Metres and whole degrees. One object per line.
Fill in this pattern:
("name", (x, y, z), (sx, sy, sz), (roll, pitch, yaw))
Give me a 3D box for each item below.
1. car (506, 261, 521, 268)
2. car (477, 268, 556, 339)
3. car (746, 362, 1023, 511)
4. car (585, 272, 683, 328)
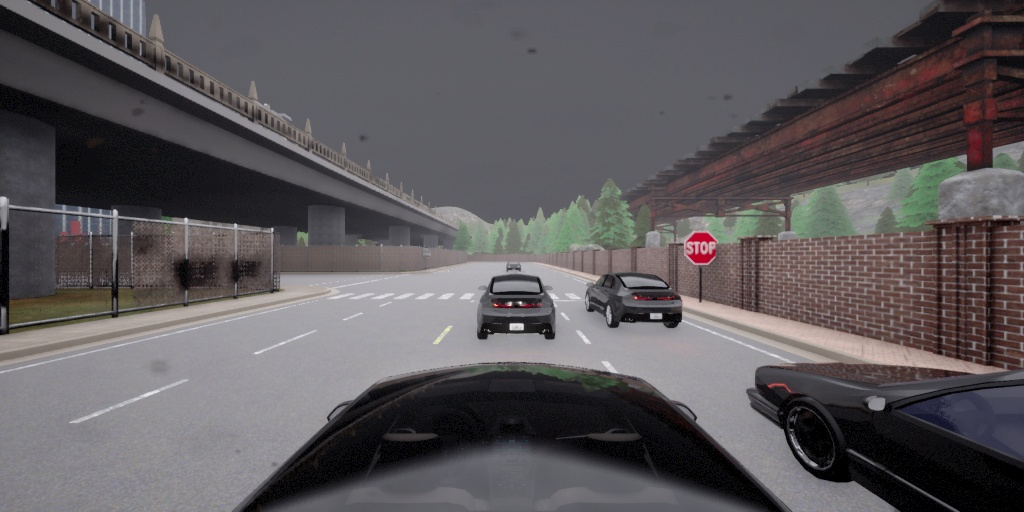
("car", (0.203, 1.351, 46.293), (1.895, 1.301, 4.718), (0, 0, -1))
("car", (0.102, 1.255, 10.009), (1.837, 1.490, 4.892), (0, 0, 0))
("car", (3.600, 1.297, 1.620), (2.033, 1.411, 5.357), (0, 0, 0))
("car", (3.604, 1.255, 11.366), (1.837, 1.490, 4.892), (0, 0, 0))
